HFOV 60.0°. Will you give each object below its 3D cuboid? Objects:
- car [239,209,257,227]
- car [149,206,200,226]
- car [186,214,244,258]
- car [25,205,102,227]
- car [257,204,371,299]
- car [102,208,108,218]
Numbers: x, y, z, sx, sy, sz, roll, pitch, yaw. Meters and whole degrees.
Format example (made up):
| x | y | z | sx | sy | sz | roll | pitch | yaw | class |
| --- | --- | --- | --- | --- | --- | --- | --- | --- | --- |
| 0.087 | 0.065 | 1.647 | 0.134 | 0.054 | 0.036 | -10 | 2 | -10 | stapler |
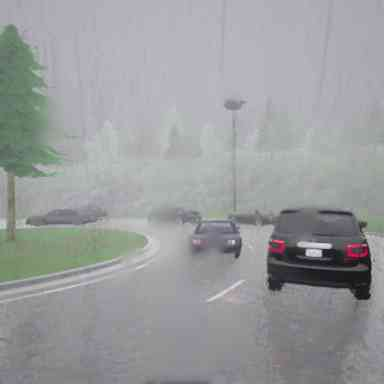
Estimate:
| x | y | z | sx | sy | sz | roll | pitch | yaw | class |
| --- | --- | --- | --- | --- | --- | --- | --- | --- | --- |
| 4.812 | 1.974 | 25.502 | 1.895 | 1.301 | 4.718 | 0 | -1 | -32 | car |
| -1.455 | 1.946 | 27.197 | 4.892 | 1.490 | 1.837 | -1 | -3 | 40 | car |
| 1.032 | 1.815 | 13.803 | 1.895 | 1.301 | 4.718 | 0 | -1 | 7 | car |
| -10.385 | 2.041 | 26.767 | 5.357 | 1.411 | 2.033 | 0 | -1 | -4 | car |
| 3.501 | 1.346 | 9.123 | 2.150 | 2.045 | 5.566 | 0 | -1 | 23 | car |
| -10.880 | 2.090 | 33.276 | 4.902 | 1.511 | 2.128 | 0 | -1 | 0 | car |
